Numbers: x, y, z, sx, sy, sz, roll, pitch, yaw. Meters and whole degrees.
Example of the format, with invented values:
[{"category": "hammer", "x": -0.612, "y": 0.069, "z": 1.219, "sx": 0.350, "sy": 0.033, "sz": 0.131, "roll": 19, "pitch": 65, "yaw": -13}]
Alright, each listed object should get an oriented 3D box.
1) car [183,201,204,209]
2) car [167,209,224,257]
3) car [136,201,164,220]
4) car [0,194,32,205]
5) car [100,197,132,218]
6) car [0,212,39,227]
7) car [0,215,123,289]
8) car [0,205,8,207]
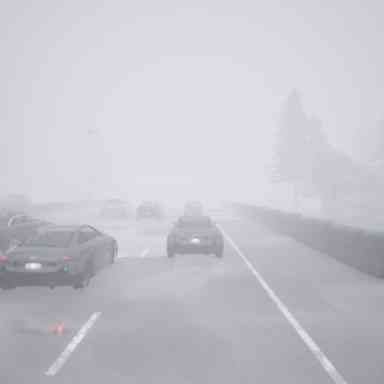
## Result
[{"category": "car", "x": 0.121, "y": 1.523, "z": 31.498, "sx": 2.033, "sy": 1.411, "sz": 5.357, "roll": 0, "pitch": 0, "yaw": 0}, {"category": "car", "x": 0.109, "y": 1.554, "z": 12.855, "sx": 1.994, "sy": 1.385, "sz": 4.181, "roll": 0, "pitch": 0, "yaw": 0}, {"category": "car", "x": -3.382, "y": 1.457, "z": 27.573, "sx": 1.882, "sy": 1.535, "sz": 5.008, "roll": 0, "pitch": 0, "yaw": 0}, {"category": "car", "x": -21.003, "y": 1.202, "z": 39.123, "sx": 2.150, "sy": 2.045, "sz": 5.566, "roll": 0, "pitch": -1, "yaw": 1}, {"category": "car", "x": -6.880, "y": 1.329, "z": 30.547, "sx": 2.097, "sy": 1.767, "sz": 4.553, "roll": 0, "pitch": 0, "yaw": 0}, {"category": "car", "x": -6.891, "y": 1.482, "z": 12.622, "sx": 2.128, "sy": 1.511, "sz": 4.902, "roll": 0, "pitch": 0, "yaw": 0}, {"category": "car", "x": -3.394, "y": 1.557, "z": 9.126, "sx": 1.994, "sy": 1.385, "sz": 4.181, "roll": 0, "pitch": 0, "yaw": 0}, {"category": "car", "x": -10.389, "y": 1.515, "z": 14.971, "sx": 1.812, "sy": 1.442, "sz": 4.674, "roll": 0, "pitch": 0, "yaw": 0}]
